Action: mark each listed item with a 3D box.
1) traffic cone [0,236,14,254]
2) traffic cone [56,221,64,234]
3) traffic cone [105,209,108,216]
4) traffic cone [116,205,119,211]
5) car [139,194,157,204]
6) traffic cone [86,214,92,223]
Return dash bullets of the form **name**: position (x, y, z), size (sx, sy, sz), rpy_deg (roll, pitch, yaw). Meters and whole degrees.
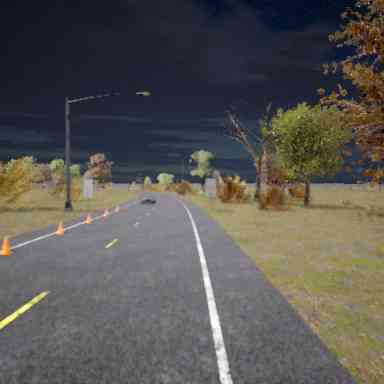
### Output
- **traffic cone**: position (-6.338, 1.810, 11.359), size (0.340, 0.580, 0.340), rpy_deg (0, 1, -1)
- **traffic cone**: position (-6.443, 1.740, 16.332), size (0.340, 0.580, 0.340), rpy_deg (0, 1, -1)
- **traffic cone**: position (-6.772, 1.599, 26.277), size (0.340, 0.580, 0.340), rpy_deg (0, 1, -2)
- **traffic cone**: position (-6.994, 1.529, 31.248), size (0.340, 0.580, 0.340), rpy_deg (0, 1, -3)
- **car**: position (-6.129, 0.935, 45.330), size (1.994, 1.385, 4.181), rpy_deg (0, 1, -13)
- **traffic cone**: position (-6.589, 1.669, 21.306), size (0.340, 0.580, 0.340), rpy_deg (0, 1, -2)
